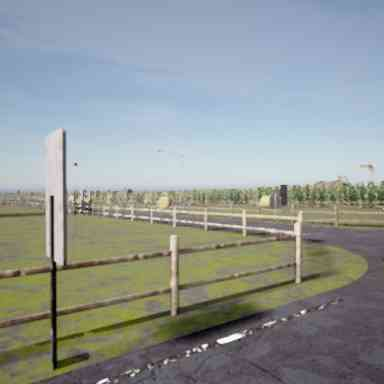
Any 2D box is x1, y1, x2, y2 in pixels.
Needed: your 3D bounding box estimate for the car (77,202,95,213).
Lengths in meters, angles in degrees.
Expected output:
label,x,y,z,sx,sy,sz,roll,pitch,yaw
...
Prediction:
label,x,y,z,sx,sy,sz,roll,pitch,yaw
car,-16.592,2.380,51.697,1.837,1.490,4.892,-1,-1,-34
